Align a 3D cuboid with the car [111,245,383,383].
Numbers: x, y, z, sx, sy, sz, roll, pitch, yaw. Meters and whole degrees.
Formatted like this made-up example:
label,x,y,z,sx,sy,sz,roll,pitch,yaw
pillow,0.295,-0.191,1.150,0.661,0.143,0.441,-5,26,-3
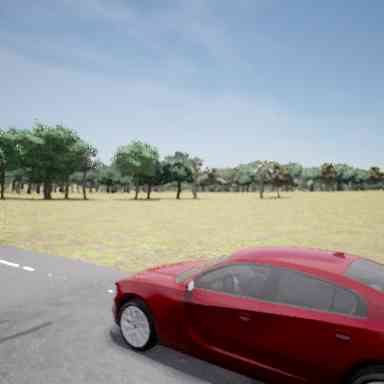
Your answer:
label,x,y,z,sx,sy,sz,roll,pitch,yaw
car,1.050,1.464,4.411,5.008,1.535,1.882,1,0,36
